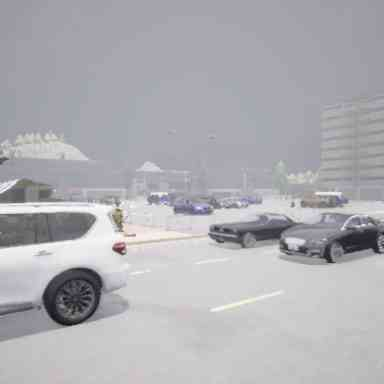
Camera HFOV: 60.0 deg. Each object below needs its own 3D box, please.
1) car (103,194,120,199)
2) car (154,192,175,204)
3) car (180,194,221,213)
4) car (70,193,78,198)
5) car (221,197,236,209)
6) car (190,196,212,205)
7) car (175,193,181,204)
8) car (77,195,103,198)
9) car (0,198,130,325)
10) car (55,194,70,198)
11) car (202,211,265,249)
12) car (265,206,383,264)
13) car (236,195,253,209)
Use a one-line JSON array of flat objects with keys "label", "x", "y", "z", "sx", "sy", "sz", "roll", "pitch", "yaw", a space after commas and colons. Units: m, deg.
[{"label": "car", "x": -12.205, "y": 1.190, "z": 49.069, "sx": 1.932, "sy": 1.855, "sz": 4.605, "roll": 0, "pitch": 0, "yaw": -35}, {"label": "car", "x": -6.265, "y": 1.172, "z": 74.706, "sx": 1.905, "sy": 1.878, "sz": 3.866, "roll": 0, "pitch": 0, "yaw": -35}, {"label": "car", "x": 0.998, "y": 1.184, "z": 39.940, "sx": 1.932, "sy": 1.855, "sz": 4.605, "roll": 0, "pitch": 0, "yaw": -35}, {"label": "car", "x": -22.297, "y": 1.192, "z": 63.390, "sx": 1.905, "sy": 1.878, "sz": 3.866, "roll": 0, "pitch": 0, "yaw": -35}, {"label": "car", "x": 3.164, "y": 1.392, "z": 41.524, "sx": 1.784, "sy": 1.438, "sz": 3.905, "roll": 0, "pitch": 0, "yaw": -35}, {"label": "car", "x": 1.567, "y": 1.414, "z": 58.860, "sx": 1.970, "sy": 1.475, "sz": 3.806, "roll": 0, "pitch": 0, "yaw": -35}, {"label": "car", "x": -3.866, "y": 1.166, "z": 76.326, "sx": 1.932, "sy": 1.855, "sz": 4.605, "roll": 0, "pitch": 0, "yaw": -35}, {"label": "car", "x": -14.611, "y": 1.403, "z": 47.456, "sx": 1.784, "sy": 1.438, "sz": 3.905, "roll": 0, "pitch": 0, "yaw": -35}, {"label": "car", "x": -3.805, "y": 1.224, "z": 5.553, "sx": 5.566, "sy": 2.045, "sz": 2.150, "roll": 0, "pitch": 0, "yaw": -36}, {"label": "car", "x": -24.672, "y": 1.435, "z": 61.735, "sx": 1.970, "sy": 1.475, "sz": 3.806, "roll": 0, "pitch": 0, "yaw": -35}, {"label": "car", "x": 2.995, "y": 1.590, "z": 14.638, "sx": 4.718, "sy": 1.301, "sz": 1.895, "roll": 0, "pitch": 0, "yaw": -35}, {"label": "car", "x": 5.205, "y": 1.479, "z": 11.914, "sx": 4.902, "sy": 1.511, "sz": 2.128, "roll": 0, "pitch": 0, "yaw": -35}, {"label": "car", "x": 5.533, "y": 1.420, "z": 43.189, "sx": 1.970, "sy": 1.475, "sz": 3.806, "roll": 0, "pitch": 0, "yaw": -35}]
